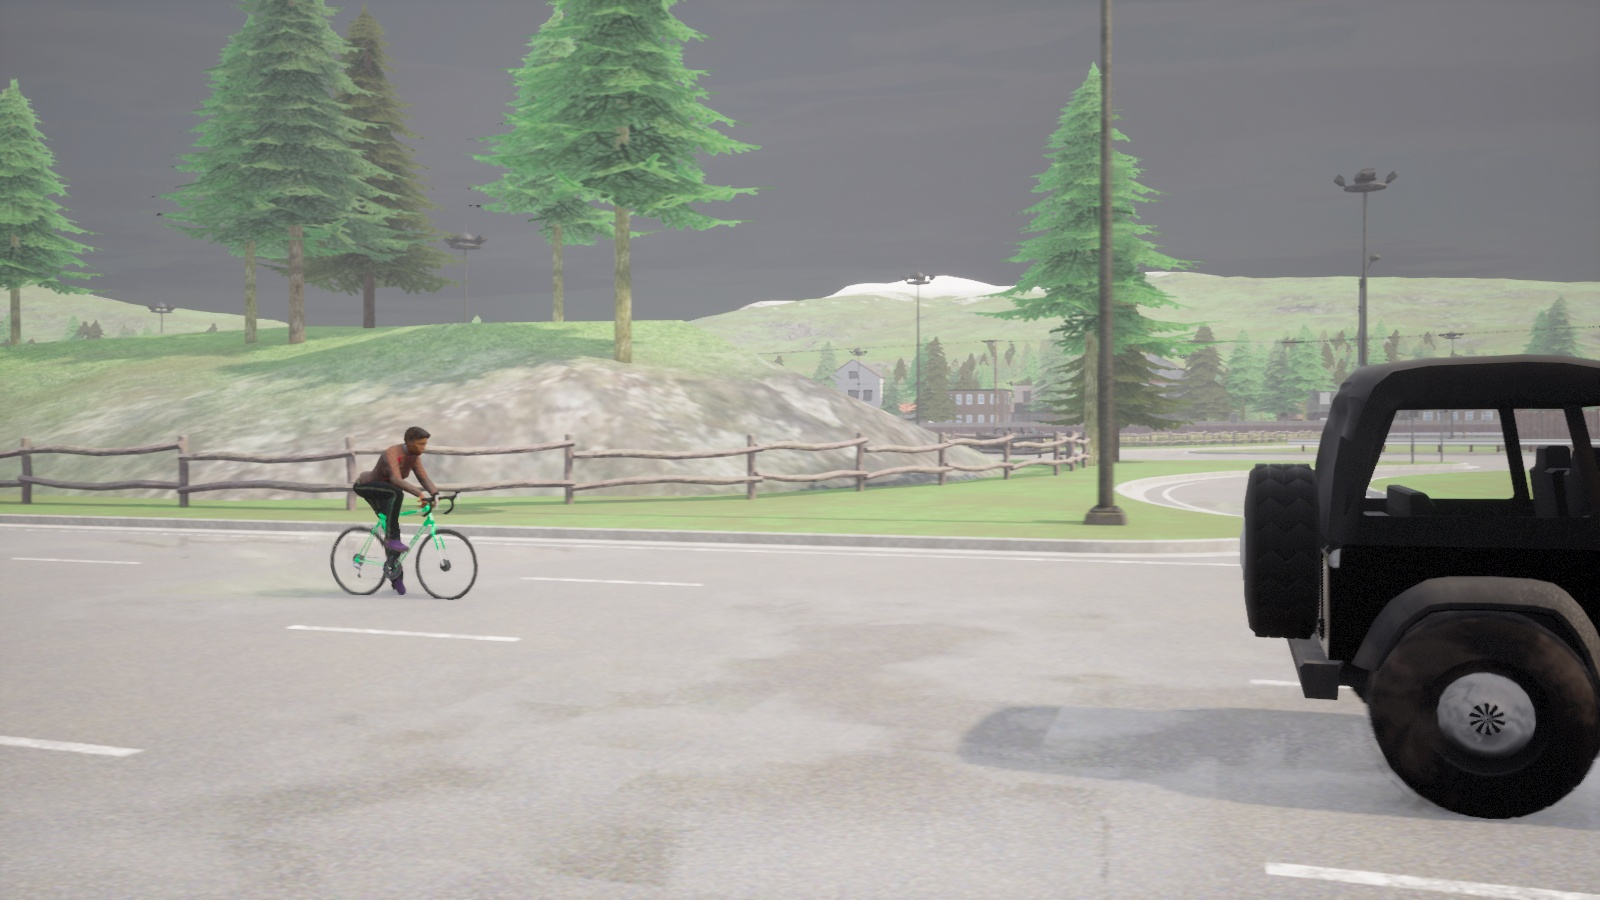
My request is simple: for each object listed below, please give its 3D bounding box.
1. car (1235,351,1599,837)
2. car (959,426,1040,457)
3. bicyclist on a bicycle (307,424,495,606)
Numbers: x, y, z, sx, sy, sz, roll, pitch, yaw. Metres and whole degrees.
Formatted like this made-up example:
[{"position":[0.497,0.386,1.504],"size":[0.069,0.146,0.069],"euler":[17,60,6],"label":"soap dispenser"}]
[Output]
[{"position":[3.985,0.549,5.542],"size":[3.866,1.878,1.905],"euler":[1,1,19],"label":"car"},{"position":[12.129,-0.531,76.219],"size":[4.605,1.855,1.932],"euler":[1,1,18],"label":"car"},{"position":[-3.764,0.576,11.843],"size":[1.656,1.620,0.582],"euler":[1,1,19],"label":"bicyclist on a bicycle"}]
